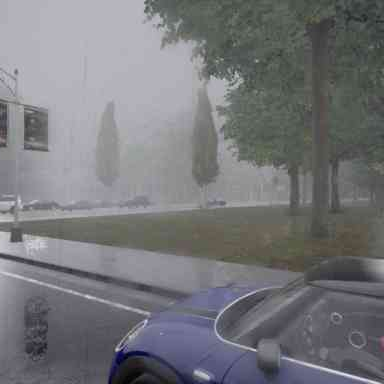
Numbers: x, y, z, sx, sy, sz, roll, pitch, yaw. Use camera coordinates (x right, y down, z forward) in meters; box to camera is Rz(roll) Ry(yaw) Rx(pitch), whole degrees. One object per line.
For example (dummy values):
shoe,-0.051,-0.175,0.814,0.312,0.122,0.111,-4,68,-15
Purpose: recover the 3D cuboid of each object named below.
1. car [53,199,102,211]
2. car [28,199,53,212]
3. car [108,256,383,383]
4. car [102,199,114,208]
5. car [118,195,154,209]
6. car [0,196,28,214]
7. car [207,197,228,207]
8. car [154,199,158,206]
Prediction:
car,-15.102,1.778,44.062,2.033,1.411,5.357,0,0,35
car,-19.759,1.695,43.073,1.882,1.535,5.008,0,0,35
car,1.416,1.352,2.679,4.553,1.767,2.097,0,0,36
car,-14.077,1.837,51.192,1.994,1.385,4.181,0,0,35
car,-9.113,1.514,52.615,2.150,2.045,5.566,0,0,36
car,-21.065,1.399,35.546,2.150,2.045,5.566,0,0,34
car,4.718,1.749,60.722,2.097,1.767,4.553,0,-1,35
car,-8.131,1.836,59.636,2.128,1.511,4.902,0,0,36
